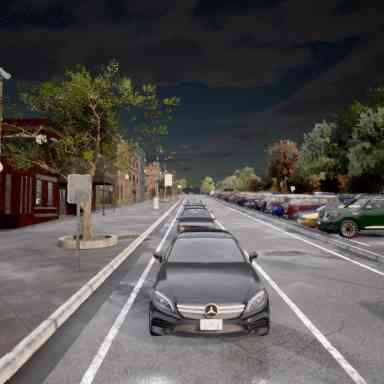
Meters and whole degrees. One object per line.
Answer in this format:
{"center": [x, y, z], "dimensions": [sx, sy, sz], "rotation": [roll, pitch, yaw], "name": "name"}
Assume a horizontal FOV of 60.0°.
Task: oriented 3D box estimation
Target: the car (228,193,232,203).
{"center": [9.011, 1.290, 56.261], "dimensions": [4.892, 1.521, 2.231], "rotation": [0, 1, 0], "name": "car"}

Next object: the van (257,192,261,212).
{"center": [9.287, 1.222, 33.829], "dimensions": [4.442, 1.987, 1.878], "rotation": [0, 0, 0], "name": "van"}

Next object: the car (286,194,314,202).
{"center": [22.024, 1.188, 67.934], "dimensions": [4.892, 1.521, 2.231], "rotation": [0, 1, 0], "name": "car"}

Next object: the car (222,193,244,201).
{"center": [8.872, 1.014, 73.078], "dimensions": [4.553, 1.767, 2.185], "rotation": [0, 1, 0], "name": "car"}

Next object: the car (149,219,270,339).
{"center": [0.255, 1.524, 6.803], "dimensions": [1.812, 1.442, 4.674], "rotation": [0, 0, 0], "name": "car"}

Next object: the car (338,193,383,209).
{"center": [22.160, 1.153, 42.950], "dimensions": [5.566, 2.045, 2.435], "rotation": [0, 0, 0], "name": "car"}

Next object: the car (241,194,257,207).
{"center": [9.120, 1.409, 42.242], "dimensions": [4.892, 1.521, 2.231], "rotation": [0, 0, 0], "name": "car"}

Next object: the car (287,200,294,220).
{"center": [9.250, 1.506, 22.613], "dimensions": [4.674, 1.452, 2.002], "rotation": [0, 0, 0], "name": "car"}

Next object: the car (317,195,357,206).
{"center": [22.318, 1.332, 51.280], "dimensions": [5.366, 1.575, 1.946], "rotation": [0, 1, 0], "name": "car"}

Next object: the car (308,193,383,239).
{"center": [9.257, 1.221, 17.006], "dimensions": [5.566, 2.045, 2.435], "rotation": [0, 0, 0], "name": "car"}

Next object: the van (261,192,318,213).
{"center": [9.073, 1.230, 31.026], "dimensions": [4.442, 1.987, 1.878], "rotation": [0, 0, 0], "name": "van"}

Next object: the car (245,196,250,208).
{"center": [9.130, 1.465, 39.439], "dimensions": [4.674, 1.452, 2.002], "rotation": [0, 0, 0], "name": "car"}

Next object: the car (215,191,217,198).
{"center": [8.841, 1.065, 81.489], "dimensions": [5.008, 1.535, 2.097], "rotation": [0, 1, 0], "name": "car"}

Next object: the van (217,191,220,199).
{"center": [8.748, 0.864, 78.683], "dimensions": [4.442, 1.987, 1.878], "rotation": [0, 1, 0], "name": "van"}

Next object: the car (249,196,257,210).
{"center": [9.181, 1.470, 36.632], "dimensions": [4.792, 1.488, 2.163], "rotation": [0, 0, 0], "name": "car"}

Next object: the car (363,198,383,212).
{"center": [22.197, 1.468, 37.394], "dimensions": [4.792, 1.488, 2.163], "rotation": [0, 0, 0], "name": "car"}

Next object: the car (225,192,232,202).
{"center": [8.977, 1.280, 61.867], "dimensions": [4.674, 1.452, 2.002], "rotation": [0, 1, 0], "name": "car"}

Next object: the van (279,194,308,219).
{"center": [9.345, 1.237, 25.417], "dimensions": [4.442, 1.987, 1.878], "rotation": [0, 0, 0], "name": "van"}

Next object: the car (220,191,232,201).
{"center": [8.932, 0.963, 64.668], "dimensions": [5.566, 2.045, 2.435], "rotation": [0, 1, 0], "name": "car"}

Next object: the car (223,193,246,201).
{"center": [8.891, 1.039, 70.275], "dimensions": [4.553, 1.767, 2.185], "rotation": [0, 1, 0], "name": "car"}

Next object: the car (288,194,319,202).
{"center": [21.852, 1.209, 65.156], "dimensions": [5.366, 1.575, 1.946], "rotation": [0, 0, 0], "name": "car"}

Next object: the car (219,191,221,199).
{"center": [8.913, 0.938, 67.471], "dimensions": [5.566, 2.045, 2.435], "rotation": [0, 1, 0], "name": "car"}

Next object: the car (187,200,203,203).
{"center": [0.228, 1.442, 29.830], "dimensions": [2.128, 1.511, 4.902], "rotation": [0, 0, 0], "name": "car"}

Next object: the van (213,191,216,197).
{"center": [8.672, 0.764, 89.895], "dimensions": [4.442, 1.987, 1.878], "rotation": [0, 1, 0], "name": "van"}

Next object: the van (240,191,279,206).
{"center": [9.211, 1.163, 45.049], "dimensions": [4.442, 1.987, 1.878], "rotation": [0, 0, 0], "name": "van"}

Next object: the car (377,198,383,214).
{"center": [22.430, 1.444, 34.623], "dimensions": [5.366, 1.575, 1.946], "rotation": [0, 0, 0], "name": "car"}

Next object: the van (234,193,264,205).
{"center": [9.154, 1.089, 53.456], "dimensions": [4.442, 1.987, 1.878], "rotation": [0, 1, 0], "name": "van"}

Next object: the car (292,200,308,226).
{"center": [9.081, 1.466, 19.809], "dimensions": [5.366, 1.575, 1.946], "rotation": [0, 0, 0], "name": "car"}

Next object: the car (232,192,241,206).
{"center": [9.047, 1.113, 47.848], "dimensions": [5.566, 2.045, 2.435], "rotation": [0, 1, 0], "name": "car"}

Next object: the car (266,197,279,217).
{"center": [9.203, 1.460, 28.220], "dimensions": [5.008, 1.535, 2.097], "rotation": [0, 0, 0], "name": "car"}

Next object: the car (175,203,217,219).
{"center": [0.198, 1.532, 17.382], "dimensions": [2.033, 1.411, 5.357], "rotation": [0, 0, 0], "name": "car"}

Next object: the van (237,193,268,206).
{"center": [9.173, 1.113, 50.653], "dimensions": [4.442, 1.987, 1.878], "rotation": [0, 1, 0], "name": "van"}

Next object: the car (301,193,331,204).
{"center": [22.106, 1.135, 59.606], "dimensions": [4.553, 1.767, 2.185], "rotation": [0, 1, 0], "name": "car"}

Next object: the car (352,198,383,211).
{"center": [22.236, 1.452, 40.177], "dimensions": [4.792, 1.488, 2.163], "rotation": [0, 0, 0], "name": "car"}
